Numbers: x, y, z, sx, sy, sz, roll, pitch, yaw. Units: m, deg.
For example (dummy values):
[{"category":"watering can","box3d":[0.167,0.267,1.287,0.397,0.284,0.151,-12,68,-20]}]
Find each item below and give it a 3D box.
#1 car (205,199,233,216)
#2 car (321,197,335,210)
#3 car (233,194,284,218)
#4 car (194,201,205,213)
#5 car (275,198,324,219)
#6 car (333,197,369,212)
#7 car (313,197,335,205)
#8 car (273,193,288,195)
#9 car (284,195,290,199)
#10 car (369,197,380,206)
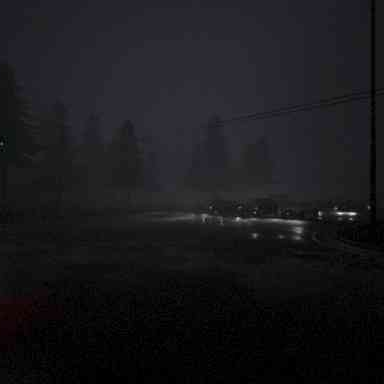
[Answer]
[{"category":"car","box3d":[3.788,1.601,33.297,1.895,1.301,4.718,0,0,43]},{"category":"car","box3d":[15.823,1.601,40.759,1.895,1.301,4.718,0,0,44]},{"category":"car","box3d":[6.236,1.352,30.783,2.097,1.767,4.553,0,0,43]},{"category":"car","box3d":[2.352,1.477,36.873,1.882,1.535,5.008,0,0,44]},{"category":"car","box3d":[9.528,1.526,29.184,1.812,1.442,4.674,0,0,44]},{"category":"car","box3d":[18.354,1.562,38.340,1.994,1.385,4.181,0,0,44]},{"category":"car","box3d":[23.080,1.601,58.274,1.895,1.301,4.718,0,0,45]},{"category":"car","box3d":[11.762,1.224,46.625,2.150,2.045,5.566,0,0,44]},{"category":"car","box3d":[10.713,1.477,40.505,1.882,1.535,5.008,0,0,44]},{"category":"car","box3d":[29.049,1.547,54.360,2.033,1.411,5.357,0,0,45]}]
